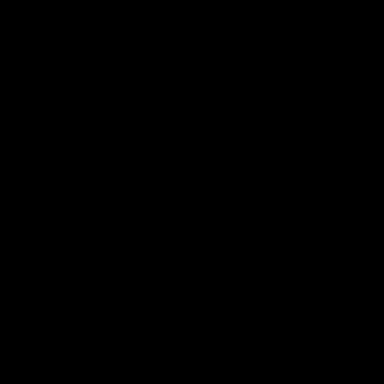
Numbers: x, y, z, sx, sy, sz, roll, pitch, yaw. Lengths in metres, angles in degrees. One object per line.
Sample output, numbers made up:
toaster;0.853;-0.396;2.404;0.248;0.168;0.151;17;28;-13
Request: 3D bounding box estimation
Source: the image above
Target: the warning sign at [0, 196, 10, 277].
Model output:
warning sign;-5.126;1.020;7.642;1.060;1.860;1.300;2;0;36
